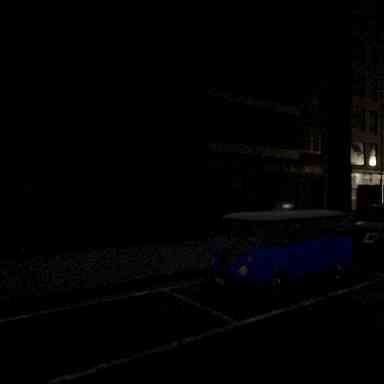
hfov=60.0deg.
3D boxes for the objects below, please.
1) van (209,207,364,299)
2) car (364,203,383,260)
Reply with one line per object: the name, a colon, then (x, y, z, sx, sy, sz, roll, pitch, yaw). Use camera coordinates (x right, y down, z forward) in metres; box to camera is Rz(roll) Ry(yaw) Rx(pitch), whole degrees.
van: (2.291, 1.344, 8.168, 3.998, 1.788, 1.690, 0, 0, -35)
car: (6.791, 1.319, 11.376, 5.009, 1.841, 2.192, 0, 0, -35)
